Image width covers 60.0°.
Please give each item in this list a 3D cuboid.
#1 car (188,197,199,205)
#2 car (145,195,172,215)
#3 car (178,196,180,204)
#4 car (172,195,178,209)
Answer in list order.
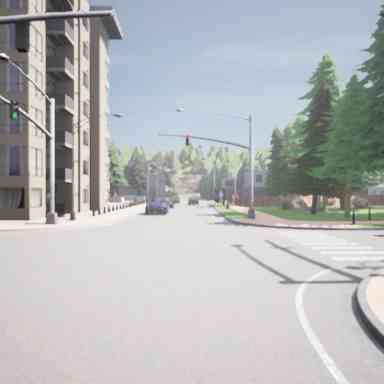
[{"bbox_3d":[0.240,1.499,55.986,2.033,1.411,5.357,0,0,0],"label":"car"},{"bbox_3d":[-3.446,1.323,33.508,2.097,1.767,4.553,0,0,0],"label":"car"},{"bbox_3d":[-3.240,1.306,60.733,2.097,1.767,4.553,0,0,0],"label":"car"},{"bbox_3d":[-3.390,1.453,44.631,2.128,1.511,4.902,0,0,0],"label":"car"}]
